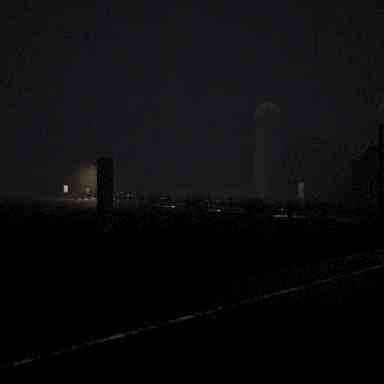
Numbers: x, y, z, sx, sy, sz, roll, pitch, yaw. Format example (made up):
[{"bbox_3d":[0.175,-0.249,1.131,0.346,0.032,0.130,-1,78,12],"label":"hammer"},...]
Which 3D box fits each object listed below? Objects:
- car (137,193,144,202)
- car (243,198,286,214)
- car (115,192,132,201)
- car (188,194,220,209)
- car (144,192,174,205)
[{"bbox_3d":[-7.837,0.854,58.047,2.097,1.767,4.553,-1,1,-35],"label":"car"},{"bbox_3d":[6.972,1.330,32.572,1.812,1.442,4.674,-1,1,-35],"label":"car"},{"bbox_3d":[-13.614,0.757,65.994,2.097,1.767,4.553,-1,1,-36],"label":"car"},{"bbox_3d":[1.315,1.065,40.415,2.097,1.767,4.553,-1,1,-36],"label":"car"},{"bbox_3d":[-4.566,0.969,48.593,2.097,1.767,4.553,-1,1,-36],"label":"car"}]
